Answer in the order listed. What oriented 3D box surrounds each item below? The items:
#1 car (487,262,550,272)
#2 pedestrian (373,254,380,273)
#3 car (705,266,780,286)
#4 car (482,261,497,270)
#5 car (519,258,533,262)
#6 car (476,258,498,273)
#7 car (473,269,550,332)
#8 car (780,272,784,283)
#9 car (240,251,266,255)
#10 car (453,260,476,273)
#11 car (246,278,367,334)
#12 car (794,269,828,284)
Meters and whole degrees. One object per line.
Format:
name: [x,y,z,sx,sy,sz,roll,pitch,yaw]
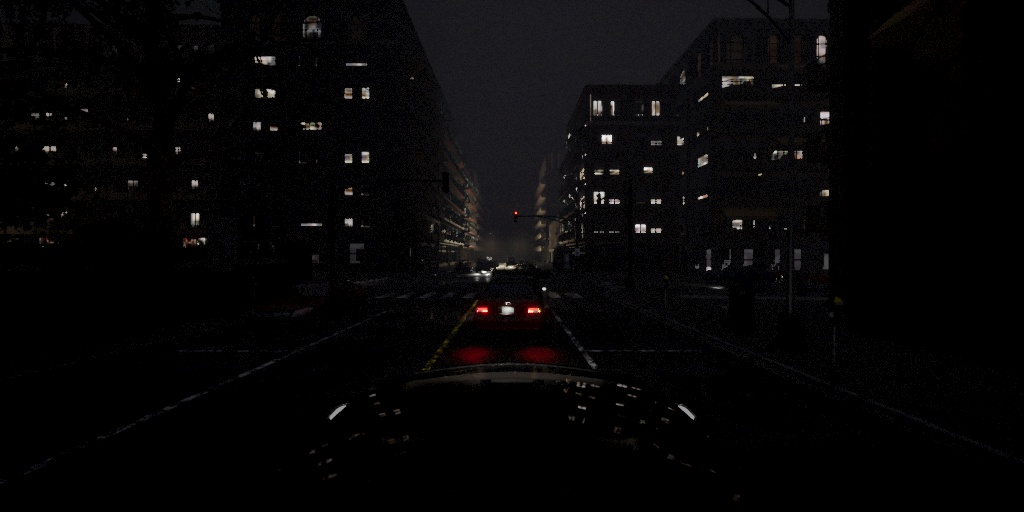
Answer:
car: [0.609,1.347,28.638,4.718,1.301,1.895,0,0,-1]
pedestrian: [-12.814,0.652,33.955,0.375,1.860,0.375,0,-1,-1]
car: [18.233,1.568,28.897,5.008,1.535,1.882,1,0,-1]
car: [-3.242,1.349,53.213,1.895,1.301,4.718,0,0,0]
car: [2.525,1.299,54.284,2.007,1.370,4.403,0,0,0]
car: [-3.200,1.296,43.263,2.033,1.411,5.357,0,0,4]
car: [0.050,1.297,10.789,2.033,1.411,5.357,0,0,3]
car: [21.287,1.571,31.508,4.097,1.591,1.967,0,0,-1]
car: [-17.611,0.694,25.146,5.566,2.045,2.150,1,0,-1]
car: [-5.819,1.188,42.985,1.967,1.591,4.097,0,0,0]
car: [-5.715,1.331,10.574,1.802,1.307,4.207,0,0,0]
car: [26.960,1.813,31.595,4.207,1.307,1.802,0,0,-1]
